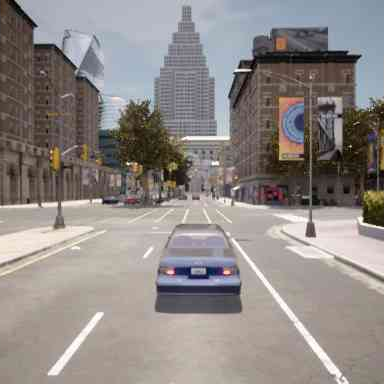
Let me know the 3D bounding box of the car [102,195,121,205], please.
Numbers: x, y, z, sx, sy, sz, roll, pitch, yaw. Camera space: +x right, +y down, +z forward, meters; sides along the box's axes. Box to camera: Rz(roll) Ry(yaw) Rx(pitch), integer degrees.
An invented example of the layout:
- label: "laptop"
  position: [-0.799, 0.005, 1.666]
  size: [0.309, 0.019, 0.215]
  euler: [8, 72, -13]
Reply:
- label: "car"
  position: [-14.384, 1.577, 58.535]
  size: [1.895, 1.301, 4.718]
  euler: [0, 0, 1]

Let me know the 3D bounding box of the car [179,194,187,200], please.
- label: "car"
  position: [-2.436, 1.503, 89.523]
  size: [2.033, 1.411, 5.357]
  euler: [0, 0, 1]

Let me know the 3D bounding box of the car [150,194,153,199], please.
- label: "car"
  position: [-10.558, 1.322, 79.503]
  size: [2.097, 1.767, 4.553]
  euler: [0, 0, 1]

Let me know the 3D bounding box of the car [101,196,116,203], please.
- label: "car"
  position: [-17.426, 1.566, 69.687]
  size: [1.895, 1.301, 4.718]
  euler: [0, 0, 1]

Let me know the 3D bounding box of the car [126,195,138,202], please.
- label: "car"
  position: [-14.067, 1.445, 78.740]
  size: [1.882, 1.535, 5.008]
  euler: [0, 0, 1]

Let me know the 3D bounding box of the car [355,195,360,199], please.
- label: "car"
  position: [35.282, 1.451, 70.446]
  size: [2.231, 1.521, 4.892]
  euler: [0, 0, 1]

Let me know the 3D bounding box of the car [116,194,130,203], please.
- label: "car"
  position: [-14.189, 1.327, 68.641]
  size: [2.097, 1.767, 4.553]
  euler: [0, 0, 1]

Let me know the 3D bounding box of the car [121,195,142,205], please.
- label: "car"
  position: [-10.866, 1.453, 59.719]
  size: [1.882, 1.535, 5.008]
  euler: [0, 0, 1]

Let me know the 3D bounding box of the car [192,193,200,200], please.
- label: "car"
  position: [1.069, 1.313, 89.882]
  size: [2.097, 1.767, 4.553]
  euler: [0, 0, 1]

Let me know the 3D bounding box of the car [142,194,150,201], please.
- label: "car"
  position: [-10.678, 1.471, 69.514]
  size: [1.837, 1.490, 4.892]
  euler: [0, 0, 1]

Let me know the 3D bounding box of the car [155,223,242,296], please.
- label: "car"
  position: [0.166, 1.544, 8.803]
  size: [2.033, 1.411, 5.357]
  euler: [0, 0, 1]
